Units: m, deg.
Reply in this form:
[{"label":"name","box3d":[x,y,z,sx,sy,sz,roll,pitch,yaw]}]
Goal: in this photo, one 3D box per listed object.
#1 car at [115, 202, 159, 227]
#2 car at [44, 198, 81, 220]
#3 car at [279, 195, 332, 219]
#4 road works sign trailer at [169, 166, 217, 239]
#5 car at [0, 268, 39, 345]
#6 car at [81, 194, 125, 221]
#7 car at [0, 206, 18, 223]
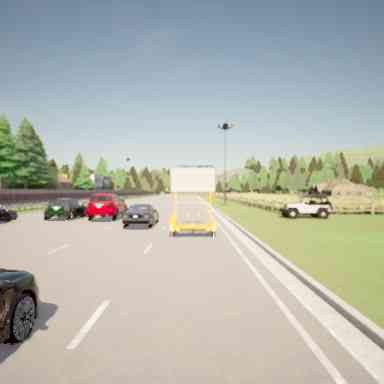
[{"label":"car","box3d":[-3.335,1.510,22.239,2.033,1.411,5.357,0,0,0]},{"label":"car","box3d":[-10.320,1.305,27.424,2.097,1.767,4.553,0,0,0]},{"label":"car","box3d":[8.999,1.170,26.234,3.866,1.878,1.905,0,0,0]},{"label":"road works sign trailer","box3d":[0.050,0.435,17.256,2.380,3.560,2.880,0,0,0]},{"label":"car","box3d":[-3.392,1.485,3.474,2.128,1.511,4.902,0,0,0]},{"label":"car","box3d":[-6.820,1.176,27.086,2.150,2.045,5.566,0,0,0]},{"label":"car","box3d":[-13.836,1.509,22.271,2.033,1.411,5.357,0,0,0]}]
